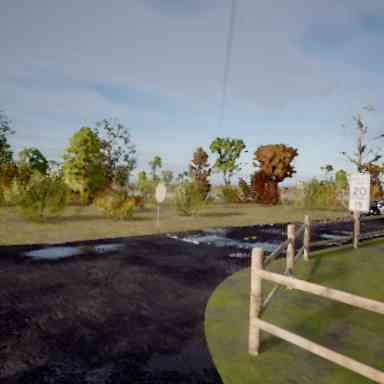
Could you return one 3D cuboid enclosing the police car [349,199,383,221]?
[{"bbox_3d":[14.462,1.397,26.753,4.974,1.542,2.038,1,2,-40],"label":"police car"}]
